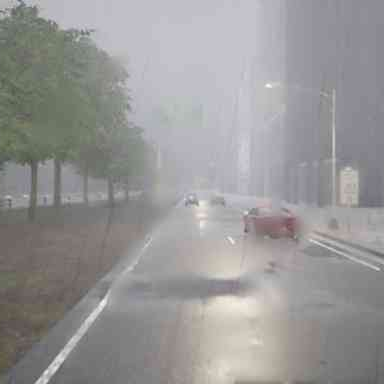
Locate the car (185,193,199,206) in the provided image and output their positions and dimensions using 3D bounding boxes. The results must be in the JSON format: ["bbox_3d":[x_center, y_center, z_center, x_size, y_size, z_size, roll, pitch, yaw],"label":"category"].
[{"bbox_3d":[0.002,1.168,45.429,2.033,1.411,5.357,0,1,0],"label":"car"}]

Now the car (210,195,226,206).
[{"bbox_3d":[3.502,1.113,45.485,2.128,1.511,4.902,0,1,0],"label":"car"}]

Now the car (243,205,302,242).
[{"bbox_3d":[3.600,1.357,15.645,1.882,1.535,5.008,0,0,0],"label":"car"}]

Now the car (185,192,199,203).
[{"bbox_3d":[-0.001,0.876,55.816,2.097,1.767,4.553,0,1,0],"label":"car"}]
